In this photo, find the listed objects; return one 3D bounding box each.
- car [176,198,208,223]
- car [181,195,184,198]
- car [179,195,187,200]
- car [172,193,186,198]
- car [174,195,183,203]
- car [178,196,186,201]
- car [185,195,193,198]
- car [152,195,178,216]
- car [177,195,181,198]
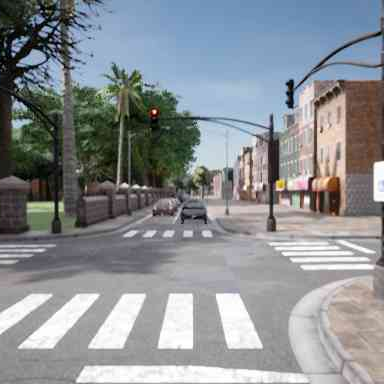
[{"bbox_3d":[0.141,1.448,24.920,2.128,1.511,4.902,0,0,0],"label":"car"},{"bbox_3d":[-2.561,1.545,48.151,1.802,1.307,4.206,0,0,0],"label":"car"},{"bbox_3d":[-2.486,1.654,93.660,1.947,1.339,4.313,-1,0,0],"label":"car"},{"bbox_3d":[-2.872,1.222,64.721,2.150,2.045,5.566,0,0,0],"label":"car"},{"bbox_3d":[-2.900,1.516,71.691,1.837,1.490,4.892,0,0,0],"label":"car"},{"bbox_3d":[-2.505,1.589,82.282,1.887,1.381,4.507,0,0,0],"label":"car"},{"bbox_3d":[0.151,1.576,56.195,1.895,1.301,4.718,0,0,1],"label":"car"},{"bbox_3d":[-2.590,1.395,31.085,1.967,1.590,4.097,0,0,0],"label":"car"},{"bbox_3d":[-2.579,1.395,36.773,1.967,1.590,4.097,0,0,0],"label":"car"}]
